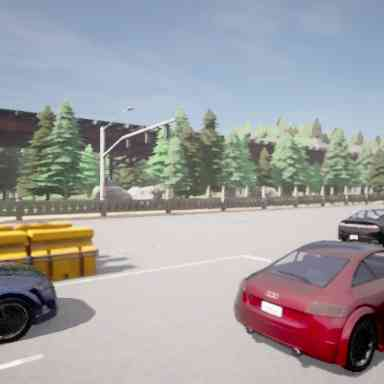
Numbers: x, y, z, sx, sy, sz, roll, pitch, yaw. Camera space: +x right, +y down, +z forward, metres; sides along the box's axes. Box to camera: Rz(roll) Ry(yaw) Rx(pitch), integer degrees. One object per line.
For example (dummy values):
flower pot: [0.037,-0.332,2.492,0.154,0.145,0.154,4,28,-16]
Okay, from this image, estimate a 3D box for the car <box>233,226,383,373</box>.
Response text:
car: [2.717,1.549,5.684,4.181,1.385,1.994,0,0,-35]

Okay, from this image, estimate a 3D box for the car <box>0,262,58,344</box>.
car: [-4.294,1.566,4.982,4.181,1.385,1.994,0,0,-35]

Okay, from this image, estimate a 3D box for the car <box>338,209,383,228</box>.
car: [7.980,1.453,13.737,4.902,1.511,2.128,0,0,-35]
